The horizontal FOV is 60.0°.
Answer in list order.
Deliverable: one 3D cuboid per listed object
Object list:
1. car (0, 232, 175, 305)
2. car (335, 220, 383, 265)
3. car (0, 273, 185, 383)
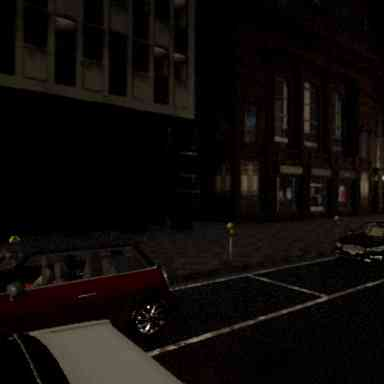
[{"bbox_3d":[-2.357,1.465,4.954,4.097,1.590,1.967,1,0,-36],"label":"car"},{"bbox_3d":[6.748,1.669,11.597,4.403,1.369,2.008,1,0,-36],"label":"car"},{"bbox_3d":[-2.308,1.602,1.698,4.718,1.301,1.895,1,-1,-36],"label":"car"}]
